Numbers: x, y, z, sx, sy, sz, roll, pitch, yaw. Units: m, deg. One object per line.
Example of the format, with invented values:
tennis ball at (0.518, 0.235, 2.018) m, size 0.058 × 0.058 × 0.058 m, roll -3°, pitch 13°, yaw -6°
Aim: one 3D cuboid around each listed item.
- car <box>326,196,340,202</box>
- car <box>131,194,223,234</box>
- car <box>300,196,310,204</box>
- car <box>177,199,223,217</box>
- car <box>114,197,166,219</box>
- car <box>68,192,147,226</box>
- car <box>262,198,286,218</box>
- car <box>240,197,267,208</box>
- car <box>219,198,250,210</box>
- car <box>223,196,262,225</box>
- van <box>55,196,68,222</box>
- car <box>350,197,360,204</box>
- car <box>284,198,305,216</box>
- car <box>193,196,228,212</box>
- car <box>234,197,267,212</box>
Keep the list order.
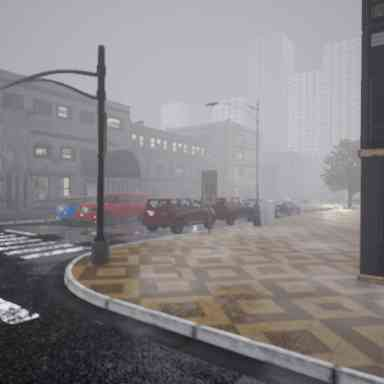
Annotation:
car at (34.179, 1.637, 81.738) m, size 2.008 × 1.369 × 4.403 m, roll 0°, pitch 0°, yaw 35°
car at (-0.639, 1.190, 18.377) m, size 2.192 × 1.841 × 5.009 m, roll 0°, pitch 0°, yaw 35°
car at (21.365, 1.537, 63.737) m, size 2.008 × 1.369 × 4.403 m, roll 0°, pitch 0°, yaw 35°
car at (0.834, 1.380, 30.411) m, size 1.812 × 1.442 × 4.674 m, roll 1°, pitch 0°, yaw 36°
car at (-4.264, 1.251, 27.735) m, size 1.967 × 1.590 × 4.097 m, roll 0°, pitch 0°, yaw 35°
car at (-5.014, 1.042, 22.209) m, size 2.150 × 2.045 × 5.566 m, roll 1°, pitch 0°, yaw 35°
car at (5.767, 1.457, 27.377) m, size 1.887 × 1.381 × 4.507 m, roll 0°, pitch 0°, yaw 35°
car at (8.550, 1.443, 45.736) m, size 2.008 × 1.369 × 4.403 m, roll 0°, pitch 0°, yaw 35°
car at (5.346, 1.421, 41.235) m, size 2.008 × 1.369 × 4.403 m, roll 0°, pitch 0°, yaw 35°
car at (2.565, 1.208, 22.877) m, size 2.192 × 1.841 × 5.009 m, roll 0°, pitch 0°, yaw 35°
van at (-7.466, 1.133, 23.235) m, size 1.690 × 1.788 × 3.998 m, roll 0°, pitch 0°, yaw 35°
car at (31.397, 1.644, 63.379) m, size 2.008 × 1.369 × 4.403 m, roll 0°, pitch 0°, yaw 35°
car at (8.971, 1.498, 31.878) m, size 1.947 × 1.339 × 4.313 m, roll 0°, pitch 0°, yaw 35°
car at (2.144, 1.290, 36.736) m, size 1.967 × 1.590 × 4.097 m, roll 0°, pitch 0°, yaw 35°
car at (6.882, 1.397, 38.896) m, size 1.837 × 1.490 × 4.892 m, roll 1°, pitch 0°, yaw 36°
